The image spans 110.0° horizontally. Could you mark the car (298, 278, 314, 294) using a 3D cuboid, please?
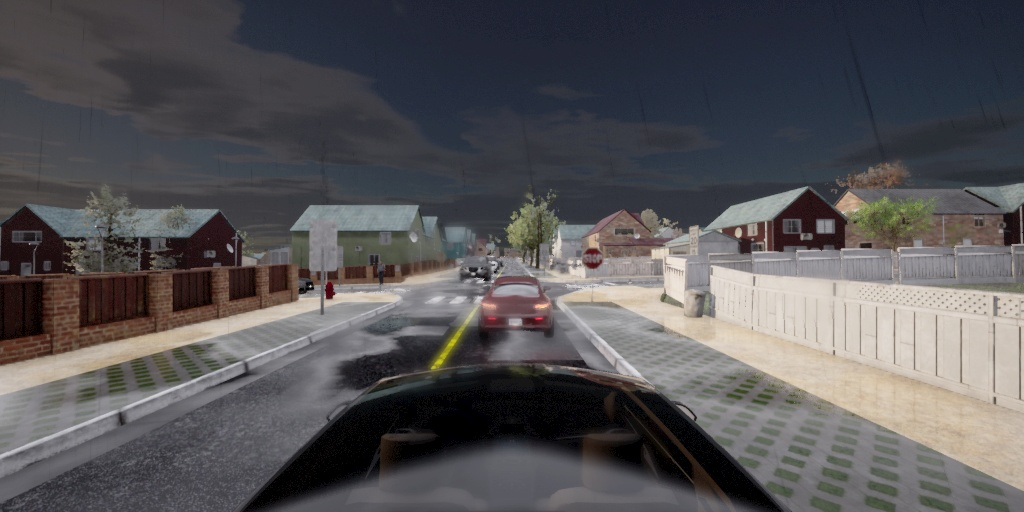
[{"bbox_3d":[-14.078,1.576,20.678,4.892,1.490,1.837,-2,-1,-1],"label":"car"}]

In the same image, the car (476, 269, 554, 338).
[{"bbox_3d":[0.138,1.278,10.123,1.812,1.442,4.674,0,0,2],"label":"car"}]

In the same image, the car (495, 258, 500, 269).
[{"bbox_3d":[-2.822,0.971,41.407,2.150,2.045,5.566,0,0,0],"label":"car"}]

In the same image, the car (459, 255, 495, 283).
[{"bbox_3d":[-2.837,0.976,28.952,2.150,2.045,5.566,0,0,0],"label":"car"}]

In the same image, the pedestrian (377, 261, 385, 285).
[{"bbox_3d":[-9.680,1.212,26.548,0.375,1.860,0.375,0,0,0],"label":"pedestrian"}]

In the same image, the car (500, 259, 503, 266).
[{"bbox_3d":[-2.805,1.240,54.137,2.128,1.511,4.902,0,0,0],"label":"car"}]
